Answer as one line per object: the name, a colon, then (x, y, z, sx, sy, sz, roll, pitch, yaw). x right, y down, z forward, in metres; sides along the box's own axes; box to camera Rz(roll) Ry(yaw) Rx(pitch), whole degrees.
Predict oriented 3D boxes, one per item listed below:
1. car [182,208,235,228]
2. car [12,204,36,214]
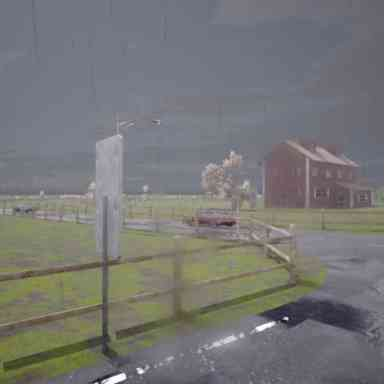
car: (1.191, 1.876, 24.767, 1.994, 1.385, 4.181, 0, -1, -43)
car: (-23.896, 2.400, 47.268, 2.033, 1.411, 5.357, 0, -1, -43)
